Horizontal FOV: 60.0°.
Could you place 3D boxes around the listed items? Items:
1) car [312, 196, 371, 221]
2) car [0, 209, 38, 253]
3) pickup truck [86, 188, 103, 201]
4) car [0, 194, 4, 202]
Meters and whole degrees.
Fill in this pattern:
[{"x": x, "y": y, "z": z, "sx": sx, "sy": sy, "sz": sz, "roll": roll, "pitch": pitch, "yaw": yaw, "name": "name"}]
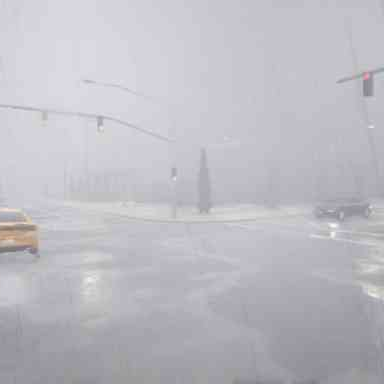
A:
[{"x": 10.088, "y": 1.032, "z": 22.313, "sx": 4.892, "sy": 1.490, "sz": 1.837, "roll": -1, "pitch": 1, "yaw": -34, "name": "car"}, {"x": -6.988, "y": 1.345, "z": 12.183, "sx": 1.882, "sy": 1.535, "sz": 5.008, "roll": -1, "pitch": 1, "yaw": -34, "name": "car"}, {"x": -15.137, "y": 0.340, "z": 53.444, "sx": 2.390, "sy": 2.098, "sz": 6.274, "roll": -1, "pitch": 1, "yaw": -4, "name": "pickup truck"}, {"x": -34.142, "y": 1.002, "z": 58.047, "sx": 1.895, "sy": 1.301, "sz": 4.718, "roll": -1, "pitch": 1, "yaw": -34, "name": "car"}]
